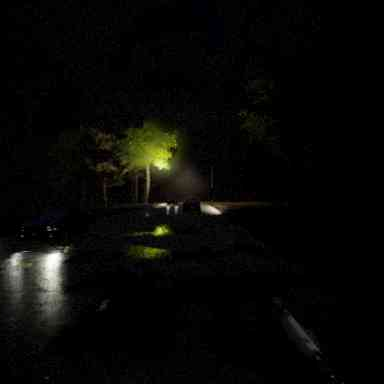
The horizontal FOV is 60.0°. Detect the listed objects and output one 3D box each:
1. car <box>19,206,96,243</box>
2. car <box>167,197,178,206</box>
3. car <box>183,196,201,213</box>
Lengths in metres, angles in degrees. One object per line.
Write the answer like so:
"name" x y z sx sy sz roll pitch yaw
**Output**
"car" -6.419 1.492 16.406 1.882 1.535 5.008 0 0 5
"car" -3.499 1.633 59.681 1.812 1.442 4.674 0 -1 0
"car" 0.001 1.563 38.873 1.882 1.535 5.008 0 0 0
